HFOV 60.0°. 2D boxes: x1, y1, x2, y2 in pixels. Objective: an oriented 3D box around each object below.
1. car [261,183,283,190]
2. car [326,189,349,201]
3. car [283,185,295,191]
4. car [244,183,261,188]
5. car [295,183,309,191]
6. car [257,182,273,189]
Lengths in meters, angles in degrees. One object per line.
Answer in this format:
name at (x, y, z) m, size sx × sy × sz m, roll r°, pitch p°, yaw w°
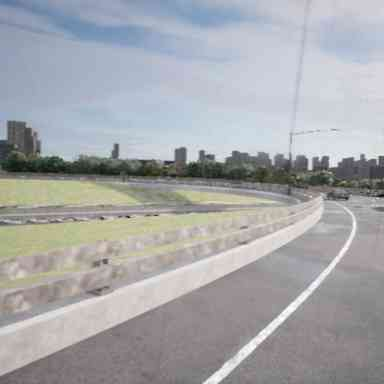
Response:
car at (19.236, -1.086, 80.108) m, size 2.033 × 1.411 × 5.357 m, roll 1°, pitch 2°, yaw -10°
car at (19.175, 0.333, 43.845) m, size 2.033 × 1.411 × 5.357 m, roll 2°, pitch 2°, yaw 10°
car at (22.600, -1.020, 81.050) m, size 1.994 × 1.385 × 4.181 m, roll 1°, pitch 2°, yaw -13°
car at (16.823, -1.600, 90.358) m, size 1.837 × 1.490 × 4.892 m, roll 1°, pitch 2°, yaw -18°
car at (26.200, -1.246, 80.891) m, size 2.150 × 2.045 × 5.566 m, roll 1°, pitch 2°, yaw -10°
car at (20.050, -1.710, 91.796) m, size 2.097 × 1.767 × 4.553 m, roll 1°, pitch 2°, yaw -18°
